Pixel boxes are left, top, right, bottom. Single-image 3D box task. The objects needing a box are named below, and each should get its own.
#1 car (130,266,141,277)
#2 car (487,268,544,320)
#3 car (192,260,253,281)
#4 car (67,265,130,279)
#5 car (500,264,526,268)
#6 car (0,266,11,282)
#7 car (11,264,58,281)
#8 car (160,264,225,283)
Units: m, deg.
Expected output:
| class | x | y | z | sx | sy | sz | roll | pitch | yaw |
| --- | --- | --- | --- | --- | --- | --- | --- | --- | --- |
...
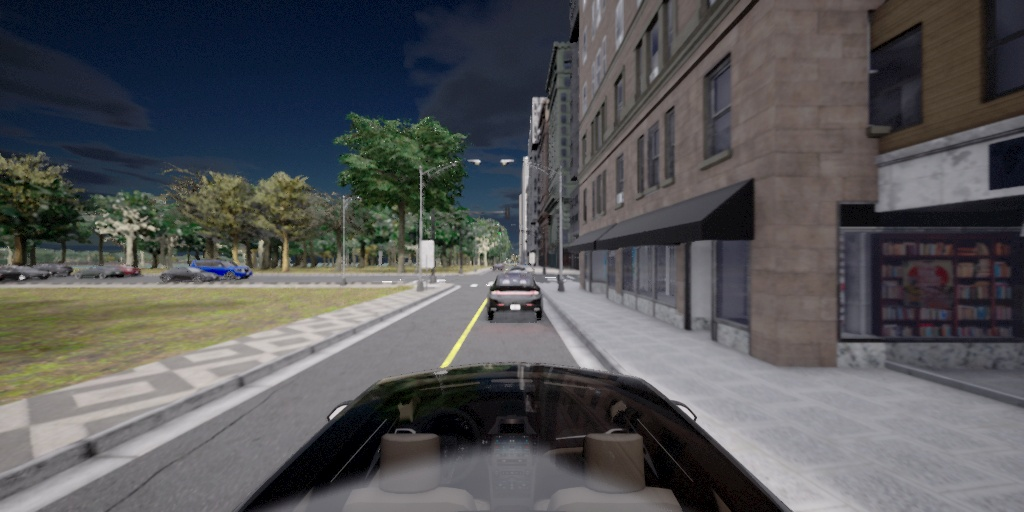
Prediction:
| class | x | y | z | sx | sy | sz | roll | pitch | yaw |
| --- | --- | --- | --- | --- | --- | --- | --- | --- | --- |
| car | -47.652 | 1.820 | 43.340 | 4.674 | 1.442 | 1.812 | 0 | 0 | 0 |
| car | 0.101 | 1.378 | 13.318 | 2.128 | 1.511 | 4.902 | 0 | -1 | 0 |
| car | -29.826 | 1.455 | 36.736 | 5.566 | 2.045 | 2.150 | 0 | 0 | 0 |
| car | -46.154 | 1.841 | 40.135 | 4.181 | 1.385 | 1.994 | 0 | 0 | 0 |
| car | 0.610 | 1.584 | 26.840 | 1.812 | 1.442 | 4.674 | 0 | -1 | 9 |
| car | -50.606 | 1.828 | 33.577 | 4.181 | 1.385 | 1.994 | 0 | 0 | 0 |
| car | -50.516 | 1.791 | 36.826 | 4.892 | 1.490 | 1.837 | -1 | 0 | 0 |
| car | -30.079 | 1.744 | 33.468 | 4.674 | 1.442 | 1.812 | 0 | 0 | 0 |
